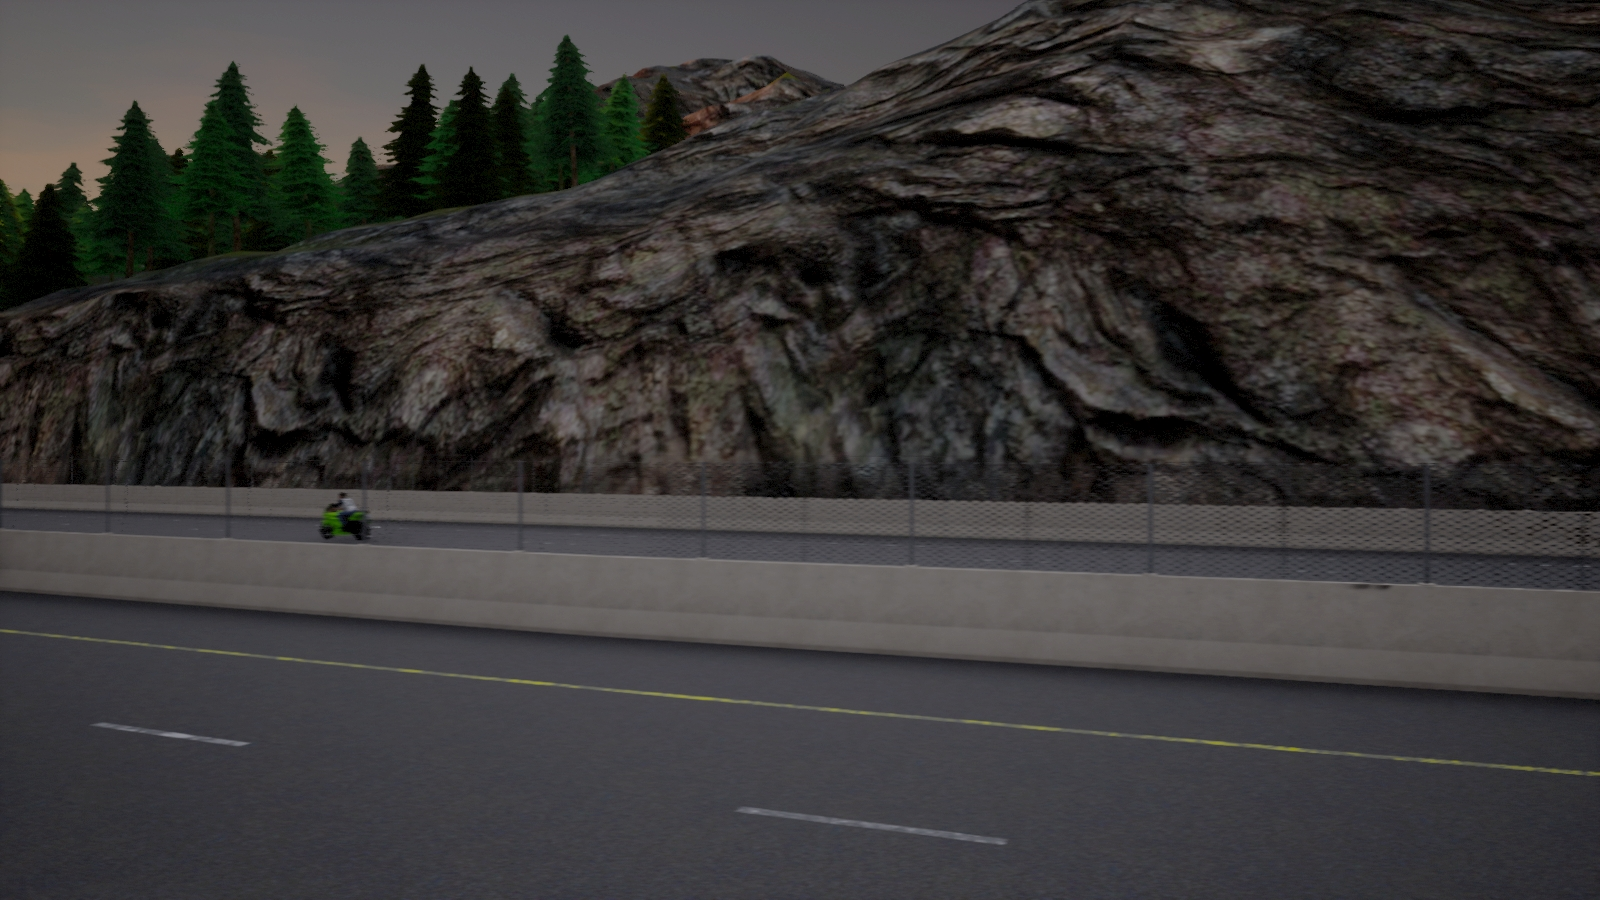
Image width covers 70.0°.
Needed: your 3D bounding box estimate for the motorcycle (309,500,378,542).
[{"bbox_3d":[-14.263,2.213,35.713,2.033,1.217,0.803,0,0,24],"label":"motorcycle"}]
